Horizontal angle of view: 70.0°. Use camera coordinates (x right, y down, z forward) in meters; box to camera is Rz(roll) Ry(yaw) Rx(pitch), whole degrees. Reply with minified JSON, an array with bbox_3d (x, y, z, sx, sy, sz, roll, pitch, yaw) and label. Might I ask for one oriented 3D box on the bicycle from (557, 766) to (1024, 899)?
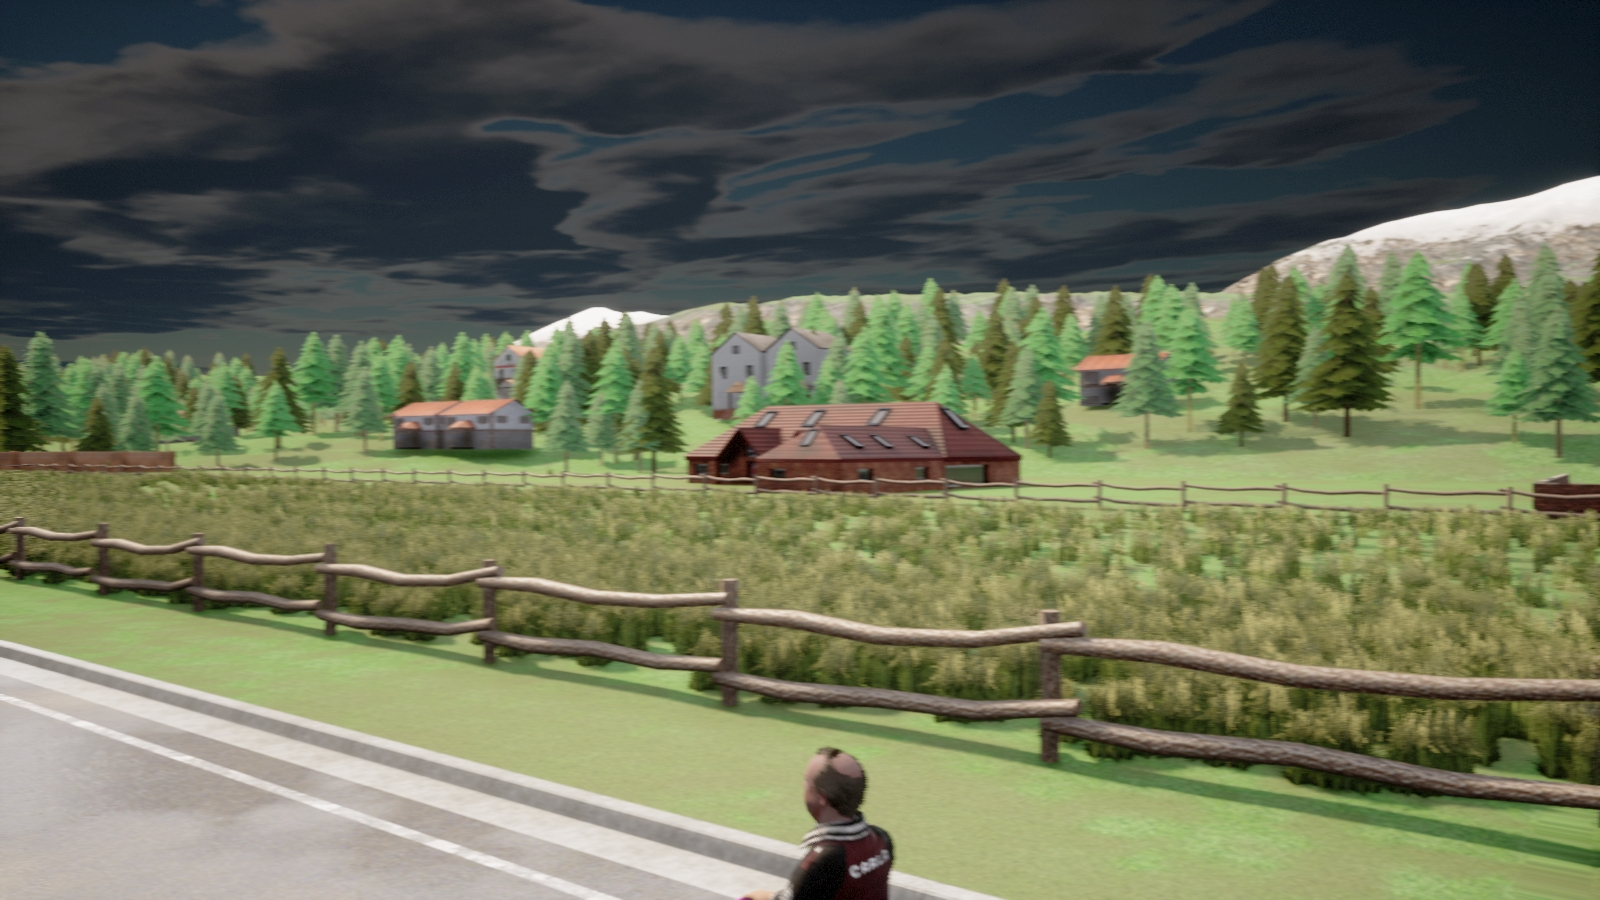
[{"bbox_3d":[-0.121,2.052,4.063,1.835,1.471,0.329,0,0,37],"label":"bicycle"}]
